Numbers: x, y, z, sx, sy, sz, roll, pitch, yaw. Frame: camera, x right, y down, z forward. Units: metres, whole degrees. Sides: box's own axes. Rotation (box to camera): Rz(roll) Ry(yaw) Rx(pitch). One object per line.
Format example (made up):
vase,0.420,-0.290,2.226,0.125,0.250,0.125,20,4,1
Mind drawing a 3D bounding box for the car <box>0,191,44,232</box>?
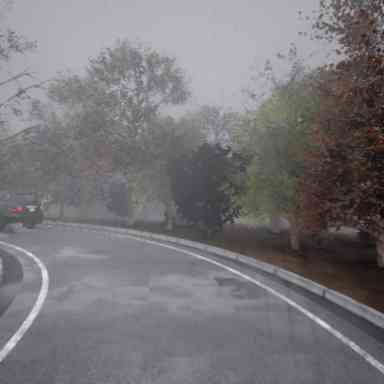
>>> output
car,-10.632,0.926,17.934,5.566,2.045,2.150,2,-1,22
